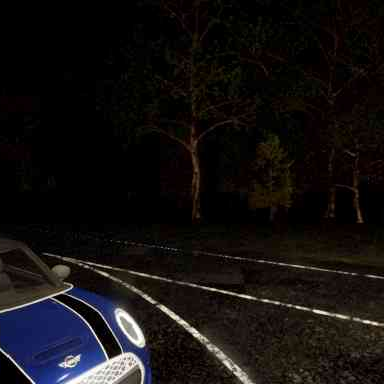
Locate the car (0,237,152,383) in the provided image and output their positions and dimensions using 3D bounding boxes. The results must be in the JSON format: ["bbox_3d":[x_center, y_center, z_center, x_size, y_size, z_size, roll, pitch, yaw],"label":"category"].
[{"bbox_3d":[-2.607,1.338,3.742,4.553,1.767,2.097,1,0,35],"label":"car"}]
